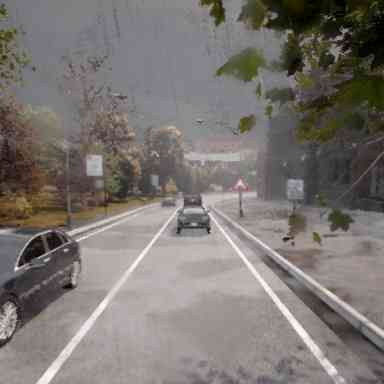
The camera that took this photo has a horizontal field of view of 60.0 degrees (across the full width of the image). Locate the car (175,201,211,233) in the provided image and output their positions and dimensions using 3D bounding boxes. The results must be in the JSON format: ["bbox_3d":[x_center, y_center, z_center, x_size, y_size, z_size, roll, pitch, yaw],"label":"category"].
[{"bbox_3d":[0.094,1.490,19.405,1.812,1.442,4.674,0,0,0],"label":"car"}]

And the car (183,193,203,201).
[{"bbox_3d":[0.098,1.131,40.174,2.150,2.045,5.566,0,-1,0],"label":"car"}]

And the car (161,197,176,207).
[{"bbox_3d":[-3.371,1.428,49.146,1.812,1.442,4.674,0,0,2],"label":"car"}]

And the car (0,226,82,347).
[{"bbox_3d":[-3.601,1.493,6.338,1.837,1.490,4.892,0,0,0],"label":"car"}]
